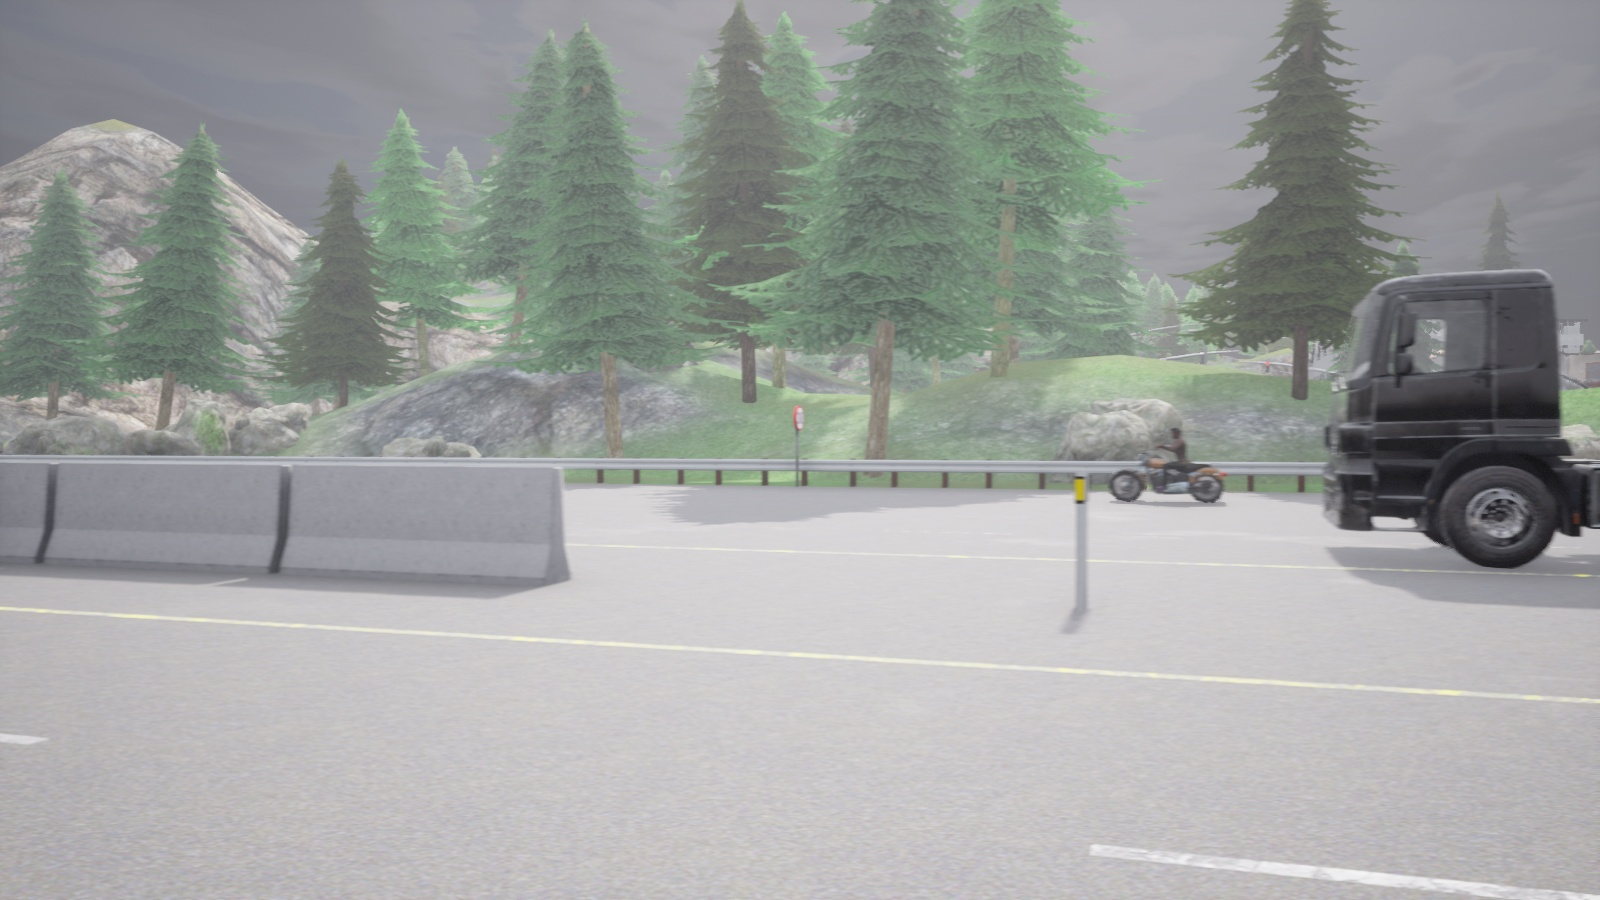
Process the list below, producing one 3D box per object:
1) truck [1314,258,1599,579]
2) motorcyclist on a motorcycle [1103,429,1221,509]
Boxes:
[{"bbox_3d":[10.323,-0.341,14.475,7.936,3.462,2.891,1,1,19],"label":"truck"},{"bbox_3d":[7.637,0.379,26.471,2.350,1.649,0.766,0,1,19],"label":"motorcyclist on a motorcycle"}]
